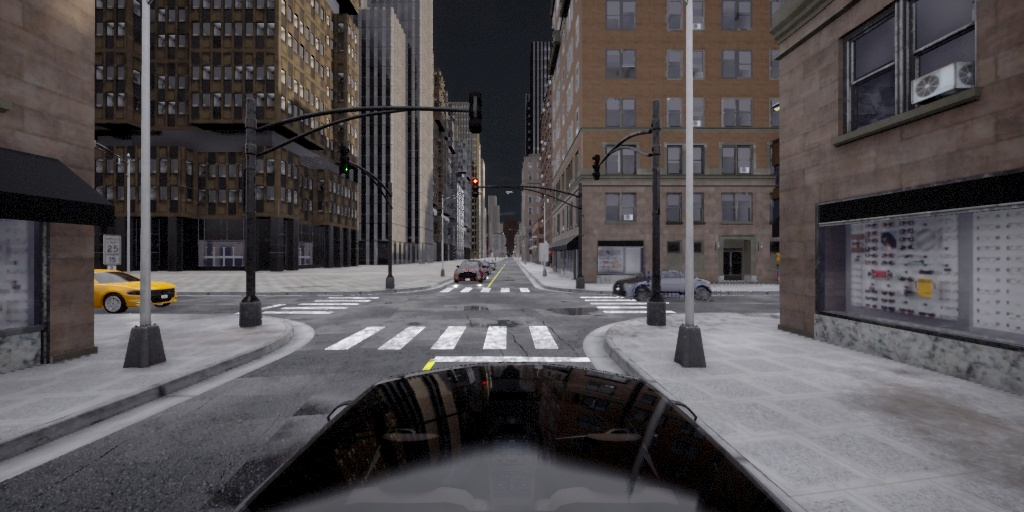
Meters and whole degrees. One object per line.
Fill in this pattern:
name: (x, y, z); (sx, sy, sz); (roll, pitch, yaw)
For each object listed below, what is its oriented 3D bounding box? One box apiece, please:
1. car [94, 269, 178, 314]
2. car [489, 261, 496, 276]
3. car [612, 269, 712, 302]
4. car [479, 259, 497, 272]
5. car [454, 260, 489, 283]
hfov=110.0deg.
car: (-15.368, 1.232, 13.261); (5.008, 1.535, 1.882); (0, 0, 0)
car: (-3.171, 1.299, 38.087); (2.033, 1.411, 5.357); (0, 0, 0)
car: (6.813, 1.316, 16.480); (4.181, 1.385, 1.994); (0, 0, -4)
car: (-3.183, 1.243, 48.505); (2.128, 1.511, 4.902); (0, 0, 0)
car: (-3.156, 1.103, 27.828); (2.097, 1.767, 4.553); (0, 0, 0)
